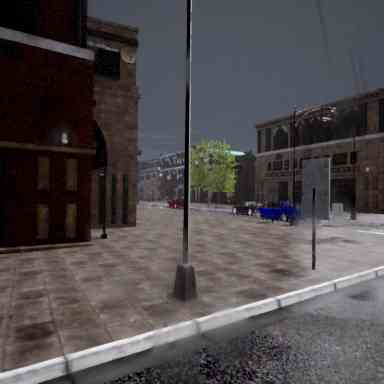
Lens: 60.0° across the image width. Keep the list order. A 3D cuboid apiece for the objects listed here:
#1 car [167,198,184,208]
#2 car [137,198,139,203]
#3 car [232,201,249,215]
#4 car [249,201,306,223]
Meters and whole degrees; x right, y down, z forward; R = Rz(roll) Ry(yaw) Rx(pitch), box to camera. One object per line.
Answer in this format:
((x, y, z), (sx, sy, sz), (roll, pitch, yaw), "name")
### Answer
((-2.192, 1.627, 49.300), (1.887, 1.381, 4.507), (1, -1, -27), "car")
((-12.228, 1.670, 68.993), (1.802, 1.307, 4.206), (1, -1, -27), "car")
((5.761, 1.627, 33.759), (2.008, 1.369, 4.403), (1, -1, -27), "car")
((6.855, 1.507, 25.723), (1.882, 1.535, 5.008), (1, 0, -26), "car")
